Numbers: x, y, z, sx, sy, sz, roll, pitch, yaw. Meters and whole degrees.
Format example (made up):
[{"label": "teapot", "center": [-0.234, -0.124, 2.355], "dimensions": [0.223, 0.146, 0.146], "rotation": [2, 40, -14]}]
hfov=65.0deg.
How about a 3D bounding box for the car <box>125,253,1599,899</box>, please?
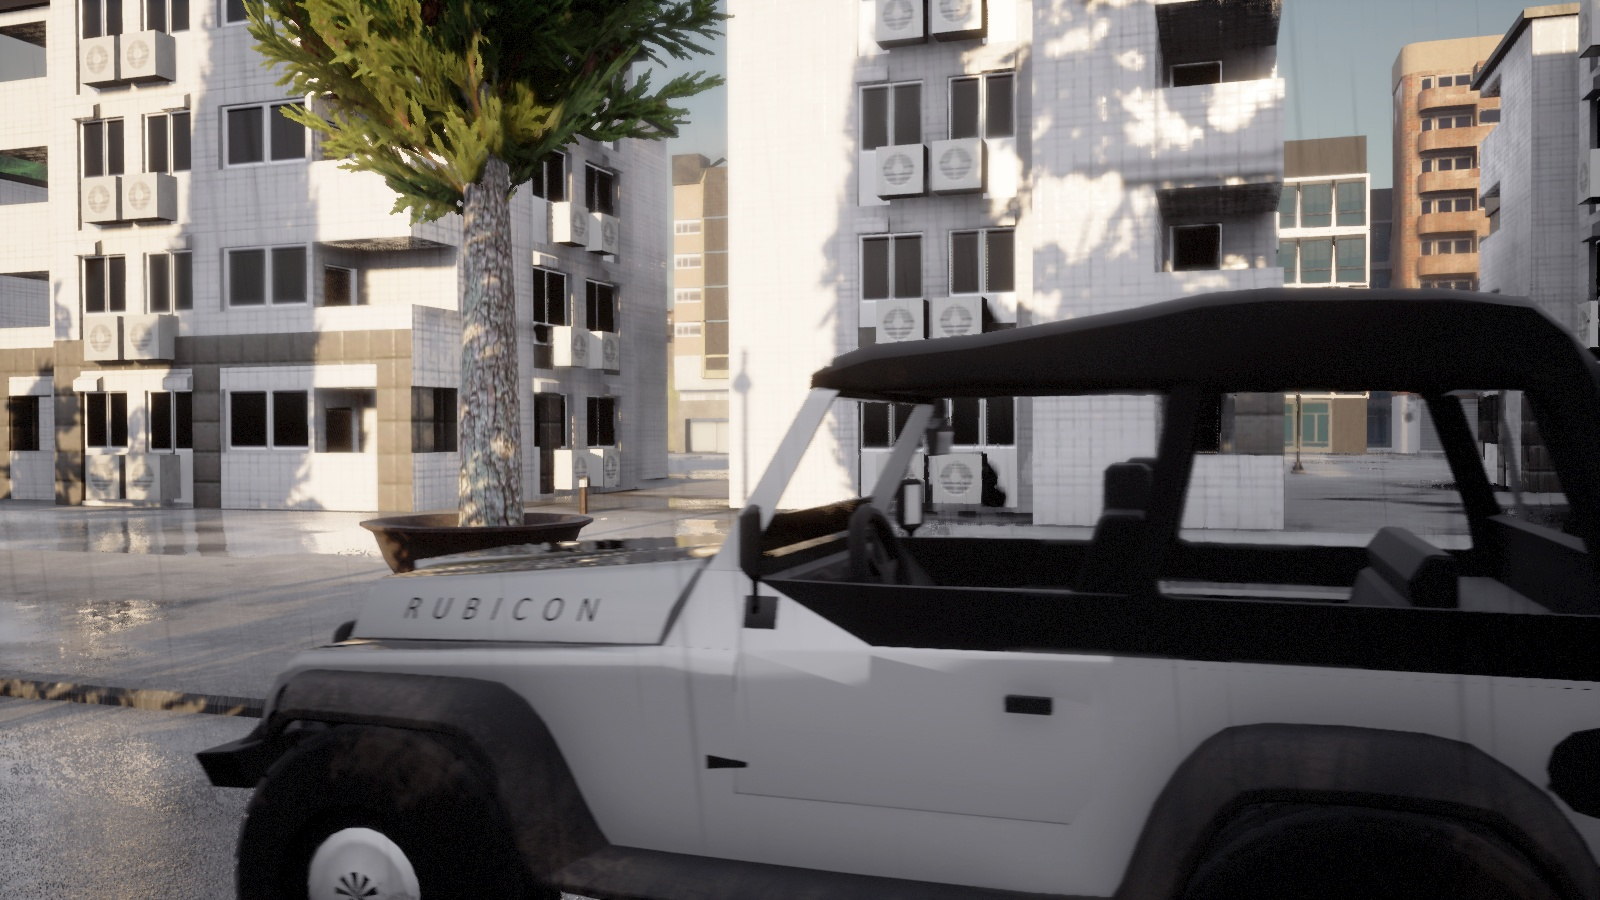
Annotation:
[{"label": "car", "center": [0.362, 0.566, 3.596], "dimensions": [3.866, 1.878, 1.905], "rotation": [0, 1, 19]}]
